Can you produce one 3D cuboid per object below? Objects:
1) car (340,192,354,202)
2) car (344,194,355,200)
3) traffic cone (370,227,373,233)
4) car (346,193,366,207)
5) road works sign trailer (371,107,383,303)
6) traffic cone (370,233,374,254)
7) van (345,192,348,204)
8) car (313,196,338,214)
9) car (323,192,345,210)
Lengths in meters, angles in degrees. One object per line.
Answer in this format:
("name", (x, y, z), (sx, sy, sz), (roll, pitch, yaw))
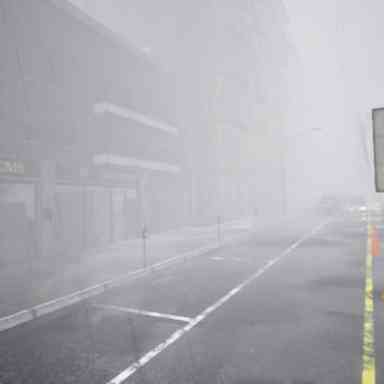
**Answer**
("car", (31.456, 0.969, 67.522), (2.192, 1.841, 5.009), (-1, 0, 28))
("car", (36.659, 1.168, 77.287), (1.947, 1.339, 4.313), (-1, 0, 28))
("traffic cone", (7.286, 1.823, 13.290), (0.340, 0.580, 0.340), (-3, -1, 28))
("car", (21.975, 1.215, 44.290), (1.812, 1.442, 4.674), (-3, -1, 28))
("road works sign trailer", (4.032, 0.360, 4.839), (2.380, 3.560, 2.880), (-3, -1, 28))
("traffic cone", (6.347, 1.839, 11.525), (0.340, 0.580, 0.340), (-3, -1, 28))
("van", (21.063, 1.115, 47.994), (1.690, 1.788, 3.998), (-1, 0, 28))
("car", (13.191, 1.411, 33.199), (1.752, 1.417, 4.829), (-1, 0, 28))
("car", (15.867, 1.161, 38.232), (2.192, 1.841, 5.009), (-1, 0, 28))
